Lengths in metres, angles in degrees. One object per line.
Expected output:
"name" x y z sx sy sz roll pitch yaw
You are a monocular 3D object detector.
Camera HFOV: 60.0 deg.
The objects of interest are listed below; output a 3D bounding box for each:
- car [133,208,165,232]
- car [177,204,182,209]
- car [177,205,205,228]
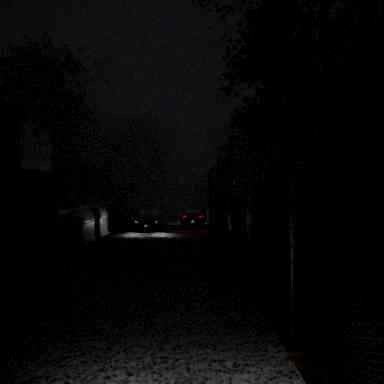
"car" -2.889 1.885 23.090 1.812 1.442 4.674 0 -1 0
"car" -1.785 3.066 64.024 1.882 1.535 5.008 0 -2 5
"car" 0.049 1.935 25.392 1.812 1.442 4.674 0 -2 0
